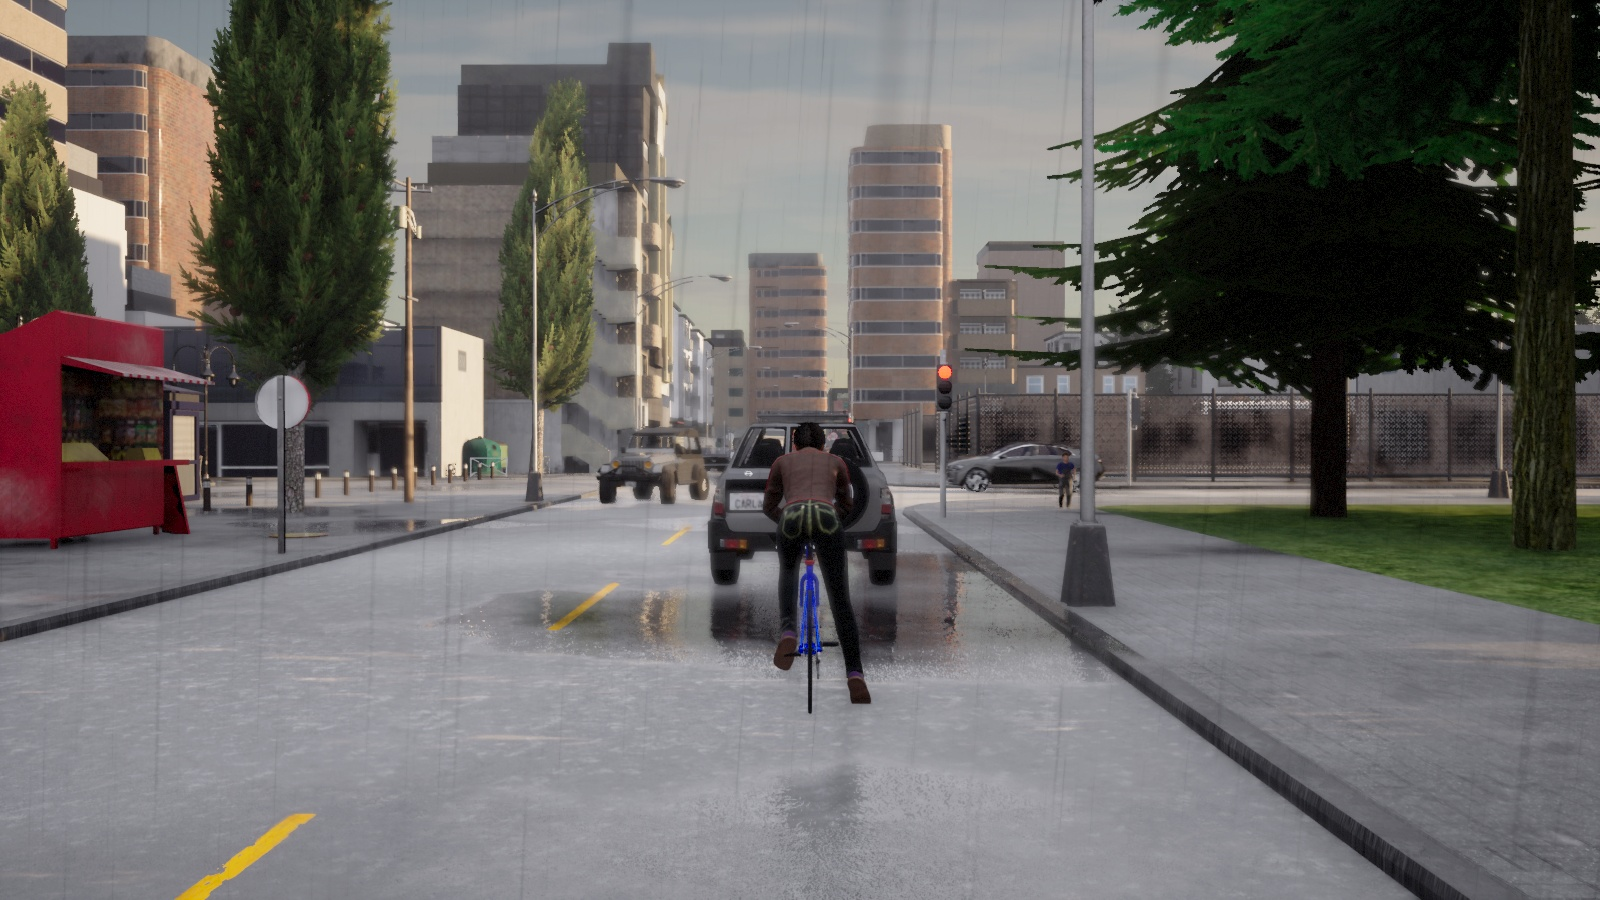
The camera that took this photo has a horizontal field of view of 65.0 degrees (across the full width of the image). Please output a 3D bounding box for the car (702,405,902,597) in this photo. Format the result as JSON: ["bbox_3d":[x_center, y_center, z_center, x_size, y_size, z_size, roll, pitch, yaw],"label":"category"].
[{"bbox_3d":[0.069,0.482,14.471,1.932,1.855,4.605,0,0,1],"label":"car"}]

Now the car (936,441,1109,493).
[{"bbox_3d":[6.699,0.492,38.222,4.902,1.511,2.128,0,0,1],"label":"car"}]

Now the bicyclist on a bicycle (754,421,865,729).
[{"bbox_3d":[0.056,0.657,7.439,0.582,1.620,1.656,0,0,0],"label":"bicyclist on a bicycle"}]

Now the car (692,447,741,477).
[{"bbox_3d":[-3.738,0.523,56.857,1.895,1.301,4.718,0,0,0],"label":"car"}]

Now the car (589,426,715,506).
[{"bbox_3d":[-3.636,0.361,31.628,1.905,1.878,3.866,0,0,14],"label":"car"}]

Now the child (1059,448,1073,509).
[{"bbox_3d":[5.601,0.591,26.447,0.270,1.263,0.437,0,0,8],"label":"child"}]

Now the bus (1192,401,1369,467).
[{"bbox_3d":[31.802,-1.076,83.504,10.273,4.253,3.944,0,0,4],"label":"bus"}]
